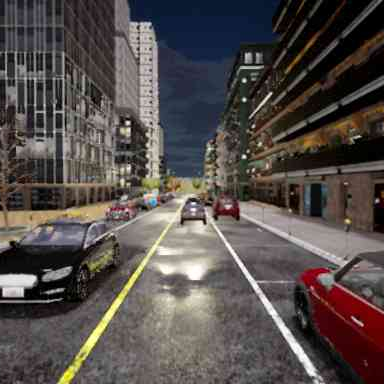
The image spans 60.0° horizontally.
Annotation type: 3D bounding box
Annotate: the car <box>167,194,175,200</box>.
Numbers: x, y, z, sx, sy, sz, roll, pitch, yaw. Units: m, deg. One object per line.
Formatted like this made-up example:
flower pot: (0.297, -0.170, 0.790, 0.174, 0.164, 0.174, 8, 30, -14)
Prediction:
car: (-5.695, 1.369, 89.684, 1.947, 1.339, 4.313, -1, 0, 0)

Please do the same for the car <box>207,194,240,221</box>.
car: (2.665, 1.260, 26.883, 2.192, 1.841, 5.009, -1, 0, 0)

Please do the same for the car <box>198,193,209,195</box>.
car: (2.660, 1.188, 61.070, 2.192, 1.841, 5.009, -1, 0, 0)

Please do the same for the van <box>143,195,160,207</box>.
van: (-5.684, 1.249, 44.101, 1.690, 1.788, 3.998, -1, 0, 0)

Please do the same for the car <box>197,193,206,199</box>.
car: (2.656, 1.103, 95.261, 2.192, 1.841, 5.009, -1, 0, 0)

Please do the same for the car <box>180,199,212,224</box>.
car: (0.096, 1.497, 24.203, 2.033, 1.411, 5.357, 0, 0, 0)

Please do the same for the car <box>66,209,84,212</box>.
car: (-5.676, 1.493, 15.442, 1.752, 1.417, 4.829, -1, 0, 0)

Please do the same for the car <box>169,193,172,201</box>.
car: (-5.683, 1.425, 66.893, 1.947, 1.339, 4.313, -1, 0, 0)

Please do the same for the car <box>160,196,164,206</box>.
car: (-5.681, 1.441, 49.799, 1.887, 1.381, 4.507, -1, 0, 0)

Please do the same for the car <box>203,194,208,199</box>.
car: (2.667, 1.462, 49.675, 1.947, 1.339, 4.313, -1, 0, 0)

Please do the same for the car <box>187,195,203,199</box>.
car: (0.092, 1.417, 41.492, 1.837, 1.490, 4.892, 0, 0, 0)

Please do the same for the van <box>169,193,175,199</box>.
van: (-5.734, 1.128, 95.381, 1.690, 1.788, 3.998, -1, 0, 0)

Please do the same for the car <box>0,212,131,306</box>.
car: (-3.097, 1.474, 8.227, 2.128, 1.511, 4.902, 0, 0, 0)

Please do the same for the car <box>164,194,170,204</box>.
car: (-5.682, 1.438, 61.194, 1.947, 1.339, 4.313, -1, 0, 0)

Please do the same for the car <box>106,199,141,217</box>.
car: (-5.680, 1.384, 27.008, 1.967, 1.590, 4.097, -1, 0, 0)

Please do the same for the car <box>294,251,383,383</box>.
car: (2.671, 1.432, 4.092, 1.967, 1.590, 4.097, -1, 0, 0)

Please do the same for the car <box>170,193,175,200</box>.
car: (-5.684, 1.414, 78.289, 1.802, 1.307, 4.206, -1, 0, 0)

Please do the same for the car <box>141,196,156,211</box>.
car: (-5.679, 1.486, 38.404, 1.947, 1.339, 4.313, -1, 0, 0)

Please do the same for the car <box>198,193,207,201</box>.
car: (2.657, 1.134, 83.865, 2.192, 1.841, 5.009, -1, 0, 0)
